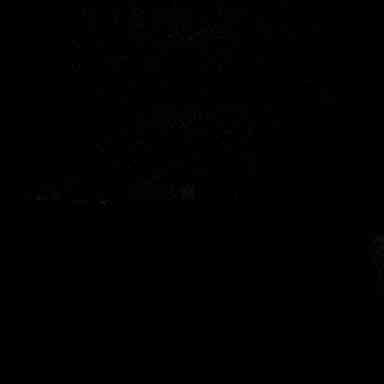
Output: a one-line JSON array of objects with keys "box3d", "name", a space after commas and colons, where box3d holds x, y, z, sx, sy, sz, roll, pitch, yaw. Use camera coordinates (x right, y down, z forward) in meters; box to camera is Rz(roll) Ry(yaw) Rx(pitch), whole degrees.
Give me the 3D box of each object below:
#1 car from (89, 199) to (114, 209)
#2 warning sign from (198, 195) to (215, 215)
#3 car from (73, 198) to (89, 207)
[{"box3d": [-12.778, 1.664, 47.753, 1.812, 1.442, 4.674, 0, 0, -34], "name": "car"}, {"box3d": [1.380, 1.189, 31.703, 1.300, 1.860, 1.060, 0, 0, -35], "name": "warning sign"}, {"box3d": [-18.582, 1.739, 55.973, 1.994, 1.385, 4.181, 0, 0, -35], "name": "car"}]
